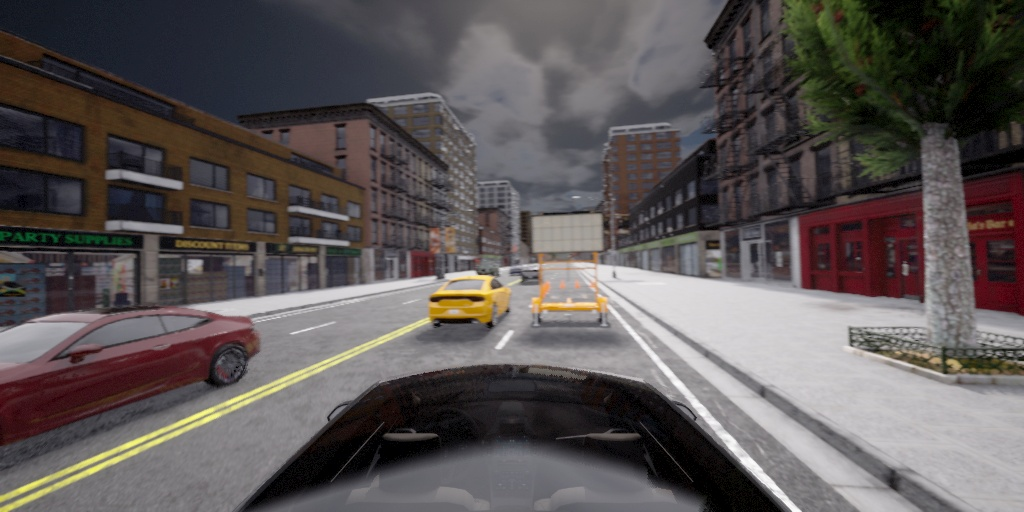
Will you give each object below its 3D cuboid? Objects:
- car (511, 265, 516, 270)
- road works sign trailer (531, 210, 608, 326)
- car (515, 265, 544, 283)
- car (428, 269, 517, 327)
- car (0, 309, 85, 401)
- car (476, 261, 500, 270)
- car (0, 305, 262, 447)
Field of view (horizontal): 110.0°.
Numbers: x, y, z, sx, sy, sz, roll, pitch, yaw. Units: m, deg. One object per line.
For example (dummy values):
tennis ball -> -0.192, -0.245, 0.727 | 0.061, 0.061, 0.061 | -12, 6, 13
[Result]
car -> 0.817, 1.939, 48.267 | 2.033, 1.411, 5.357 | -2, -1, 9
road works sign trailer -> 1.932, 0.309, 12.061 | 2.380, 3.560, 2.880 | 0, 0, 9
car -> 1.945, 1.633, 32.993 | 2.128, 1.511, 4.902 | -2, -1, 9
car -> -1.230, 1.412, 12.355 | 1.882, 1.535, 5.008 | -2, -1, 9
car -> -9.217, 1.640, 4.454 | 1.895, 1.301, 4.718 | -2, -1, 9
car -> -2.967, 1.670, 45.151 | 2.150, 2.045, 5.566 | -2, -1, 9
car -> -5.857, 1.480, 4.942 | 1.812, 1.442, 4.674 | -2, -1, 9
